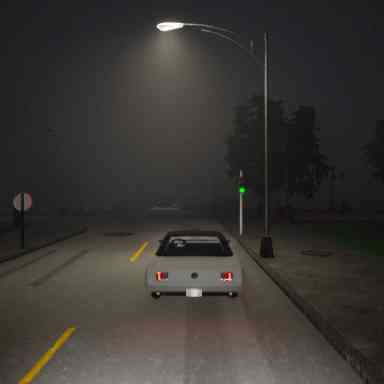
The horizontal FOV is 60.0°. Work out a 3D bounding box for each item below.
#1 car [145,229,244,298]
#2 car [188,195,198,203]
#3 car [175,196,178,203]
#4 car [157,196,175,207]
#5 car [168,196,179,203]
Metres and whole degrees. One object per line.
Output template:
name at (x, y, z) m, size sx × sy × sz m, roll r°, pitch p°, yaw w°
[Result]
car at (0.065, 1.601, 8.459) m, size 1.895 × 1.301 × 4.718 m, roll 0°, pitch 0°, yaw 0°
car at (0.156, 1.352, 69.706) m, size 2.097 × 1.767 × 4.553 m, roll 0°, pitch 0°, yaw 0°
car at (-4.023, 1.547, 59.764) m, size 2.033 × 1.411 × 5.357 m, roll 0°, pitch 0°, yaw 0°
car at (-4.055, 1.505, 50.066) m, size 1.837 × 1.490 × 4.892 m, roll 0°, pitch 0°, yaw 0°
car at (-3.943, 1.540, 70.105) m, size 2.033 × 1.411 × 5.357 m, roll 0°, pitch 0°, yaw 0°
